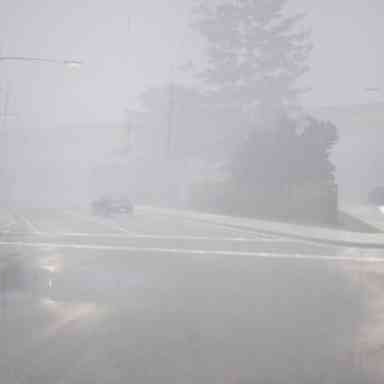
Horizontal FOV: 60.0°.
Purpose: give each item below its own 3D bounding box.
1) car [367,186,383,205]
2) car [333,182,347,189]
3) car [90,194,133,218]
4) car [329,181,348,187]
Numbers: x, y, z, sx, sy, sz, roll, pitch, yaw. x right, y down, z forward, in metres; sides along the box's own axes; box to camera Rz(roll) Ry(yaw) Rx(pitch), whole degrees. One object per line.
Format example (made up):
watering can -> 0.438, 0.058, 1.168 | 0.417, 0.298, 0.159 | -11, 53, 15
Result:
car -> 16.398, 0.233, 28.281 | 1.882, 1.535, 5.008 | -1, 2, 15
car -> 32.138, -1.521, 73.009 | 2.038, 1.542, 4.974 | -1, 2, -6
car -> -5.704, 0.900, 23.290 | 2.128, 1.511, 4.902 | -2, 2, -32
car -> 32.129, -1.680, 73.055 | 1.853, 1.218, 4.536 | -1, 2, -6
